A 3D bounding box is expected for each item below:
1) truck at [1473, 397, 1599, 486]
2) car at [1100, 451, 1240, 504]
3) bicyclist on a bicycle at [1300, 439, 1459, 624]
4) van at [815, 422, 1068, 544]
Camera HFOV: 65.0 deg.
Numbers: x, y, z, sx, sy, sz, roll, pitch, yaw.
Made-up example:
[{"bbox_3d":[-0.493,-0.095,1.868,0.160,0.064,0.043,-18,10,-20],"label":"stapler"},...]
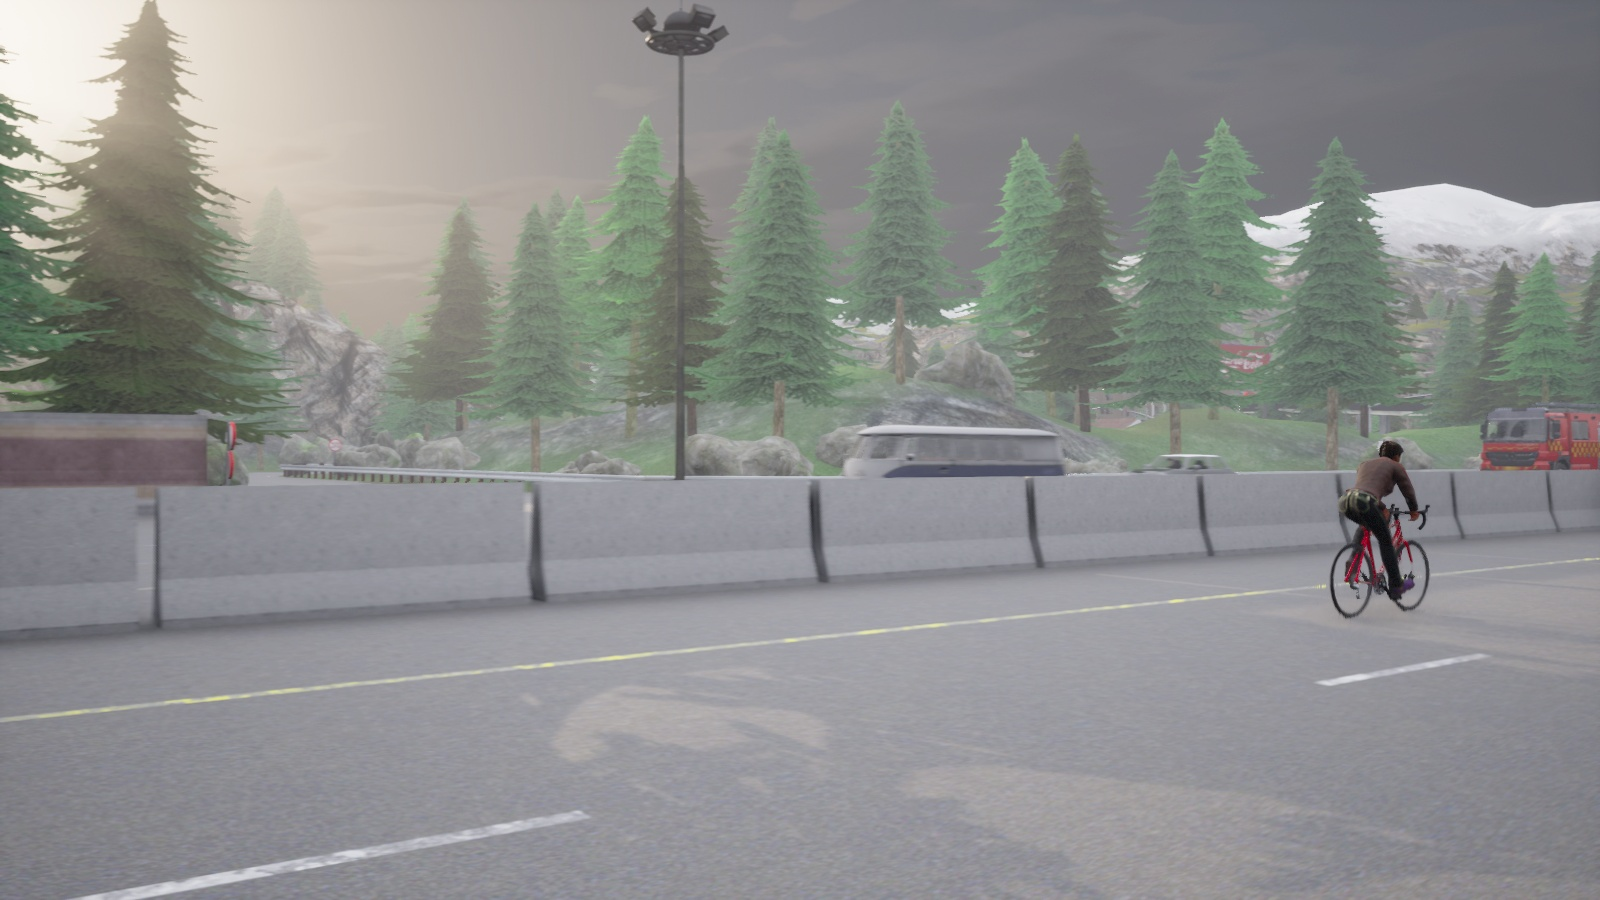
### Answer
[{"bbox_3d":[34.382,-0.352,57.321,8.468,3.827,2.891,0,0,-35],"label":"truck"},{"bbox_3d":[10.855,0.777,36.788,3.806,1.475,1.970,0,0,-35],"label":"car"},{"bbox_3d":[5.411,0.715,11.687,1.656,1.620,0.582,0,0,-35],"label":"bicyclist on a bicycle"},{"bbox_3d":[2.592,0.549,22.518,4.442,1.987,1.775,0,0,-35],"label":"van"}]
